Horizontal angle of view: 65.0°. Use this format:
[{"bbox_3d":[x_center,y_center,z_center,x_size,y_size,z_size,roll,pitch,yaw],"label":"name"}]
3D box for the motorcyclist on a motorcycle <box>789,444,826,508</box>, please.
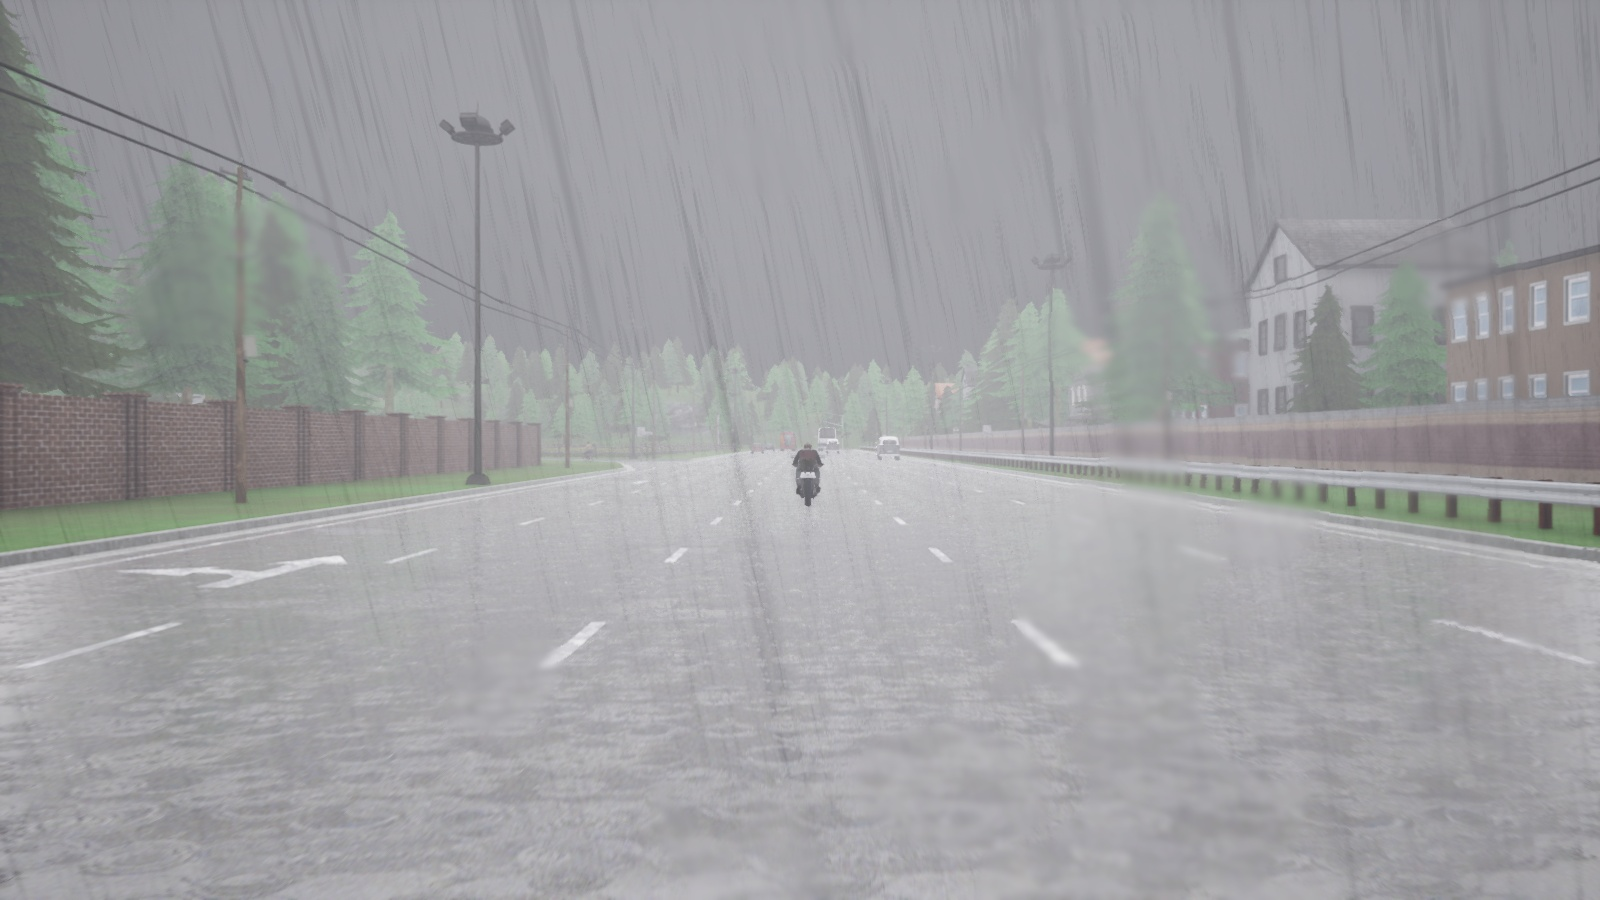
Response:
[{"bbox_3d":[0.191,0.608,30.733,0.866,1.530,2.191,0,0,0],"label":"motorcyclist on a motorcycle"}]
